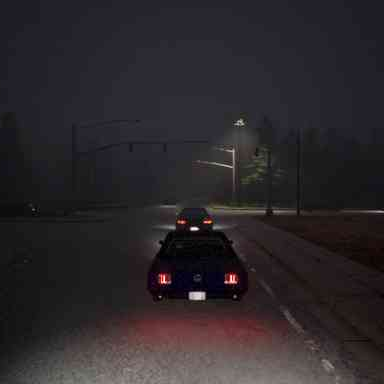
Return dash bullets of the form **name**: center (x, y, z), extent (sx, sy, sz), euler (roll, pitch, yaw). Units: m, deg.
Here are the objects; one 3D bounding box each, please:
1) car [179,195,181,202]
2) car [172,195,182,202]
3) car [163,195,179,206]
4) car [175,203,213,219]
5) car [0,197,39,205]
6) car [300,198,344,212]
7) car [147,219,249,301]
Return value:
- **car**: center (-3.520, 1.522, 63.775), extent (1.994, 1.385, 4.181), euler (0, 0, 1)
- **car**: center (-3.387, 1.429, 74.080), extent (1.882, 1.535, 5.008), euler (0, 0, 1)
- **car**: center (-3.568, 1.528, 54.507), extent (1.994, 1.385, 4.181), euler (0, 0, 0)
- **car**: center (0.108, 1.512, 17.318), extent (1.812, 1.442, 4.674), euler (0, 0, 0)
- **car**: center (-18.326, 1.363, 34.959), extent (4.553, 1.767, 2.097), euler (0, 0, 1)
- **car**: center (14.784, 1.487, 38.046), extent (4.902, 1.511, 2.128), euler (0, 0, 1)
- **car**: center (0.103, 1.596, 8.263), extent (1.895, 1.301, 4.718), euler (0, 0, 0)
